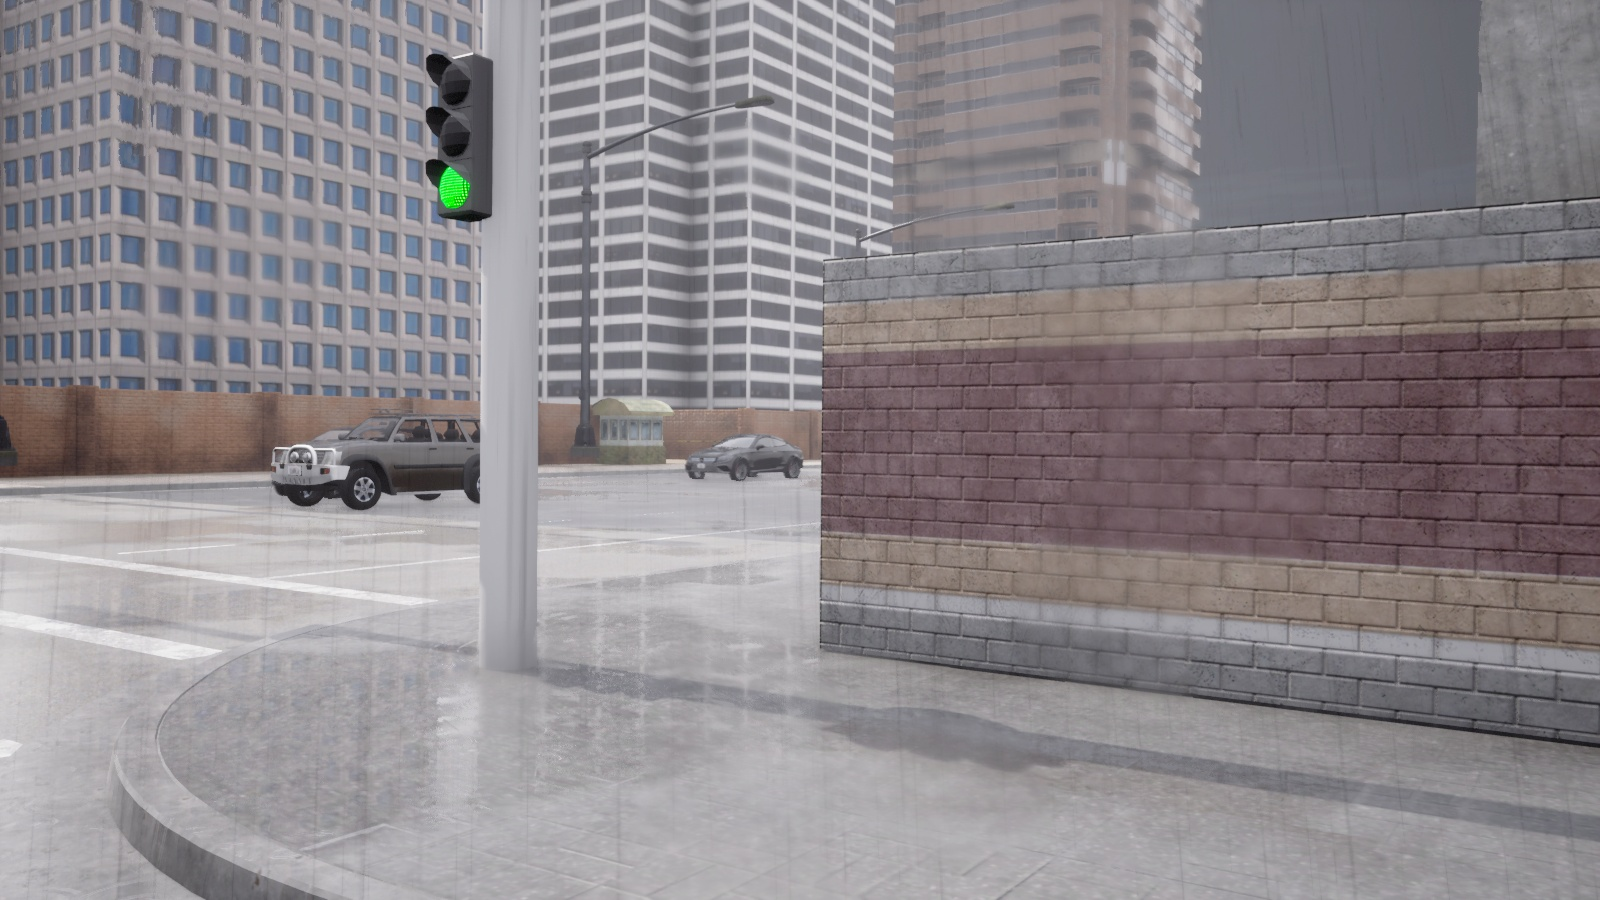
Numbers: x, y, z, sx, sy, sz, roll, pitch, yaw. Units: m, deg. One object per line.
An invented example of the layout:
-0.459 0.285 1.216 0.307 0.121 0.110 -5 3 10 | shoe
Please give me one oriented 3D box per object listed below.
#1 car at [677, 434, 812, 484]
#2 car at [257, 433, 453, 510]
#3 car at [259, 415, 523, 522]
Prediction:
-1.669 0.233 39.510 1.812 1.442 4.674 0 1 34 | car
-9.718 0.421 27.625 1.789 1.549 3.705 0 1 34 | car
-7.761 0.287 24.273 1.932 1.855 4.605 0 1 34 | car
